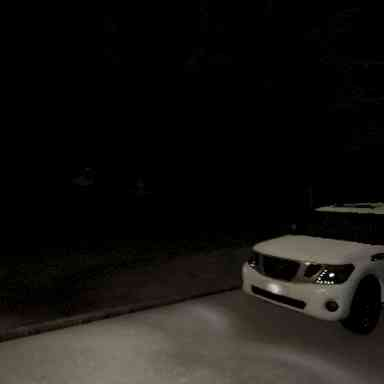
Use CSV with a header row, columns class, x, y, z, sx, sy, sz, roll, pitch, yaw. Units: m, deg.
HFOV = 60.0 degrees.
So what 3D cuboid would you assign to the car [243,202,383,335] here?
class,x,y,z,sx,sy,sz,roll,pitch,yaw
car,3.639,1.276,7.201,5.566,2.045,2.150,0,0,-35
